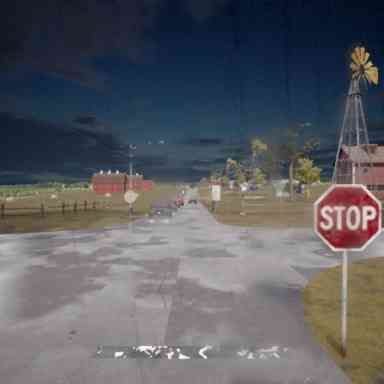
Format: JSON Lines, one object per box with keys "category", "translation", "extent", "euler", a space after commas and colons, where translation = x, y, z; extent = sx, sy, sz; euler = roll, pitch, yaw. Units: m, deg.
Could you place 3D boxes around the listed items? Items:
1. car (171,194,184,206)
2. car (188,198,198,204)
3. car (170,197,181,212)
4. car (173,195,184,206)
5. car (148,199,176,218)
{"category": "car", "translation": [-2.606, 1.475, 60.527], "extent": [2.150, 2.045, 5.566], "euler": [0, -1, 0]}
{"category": "car", "translation": [0.184, 1.905, 70.894], "extent": [1.812, 1.442, 4.674], "euler": [0, -1, 0]}
{"category": "car", "translation": [-2.732, 1.641, 40.028], "extent": [1.994, 1.385, 4.181], "euler": [0, 0, 1]}
{"category": "car", "translation": [-2.700, 1.643, 50.212], "extent": [2.128, 1.511, 4.902], "euler": [0, 0, 0]}
{"category": "car", "translation": [-2.771, 1.595, 30.122], "extent": [1.994, 1.385, 4.181], "euler": [0, 0, 0]}
